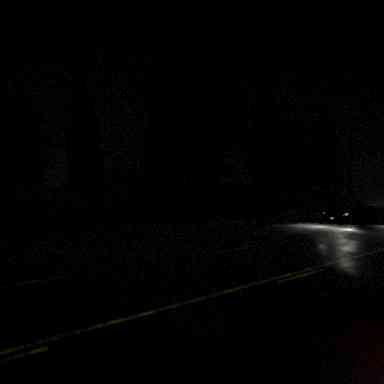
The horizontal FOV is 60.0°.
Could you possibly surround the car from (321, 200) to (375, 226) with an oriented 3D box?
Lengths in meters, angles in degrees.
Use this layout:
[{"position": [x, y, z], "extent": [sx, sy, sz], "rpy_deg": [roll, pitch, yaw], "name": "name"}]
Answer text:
[{"position": [10.227, 1.281, 21.581], "extent": [4.674, 1.442, 1.812], "rpy_deg": [-1, 1, -40], "name": "car"}]
